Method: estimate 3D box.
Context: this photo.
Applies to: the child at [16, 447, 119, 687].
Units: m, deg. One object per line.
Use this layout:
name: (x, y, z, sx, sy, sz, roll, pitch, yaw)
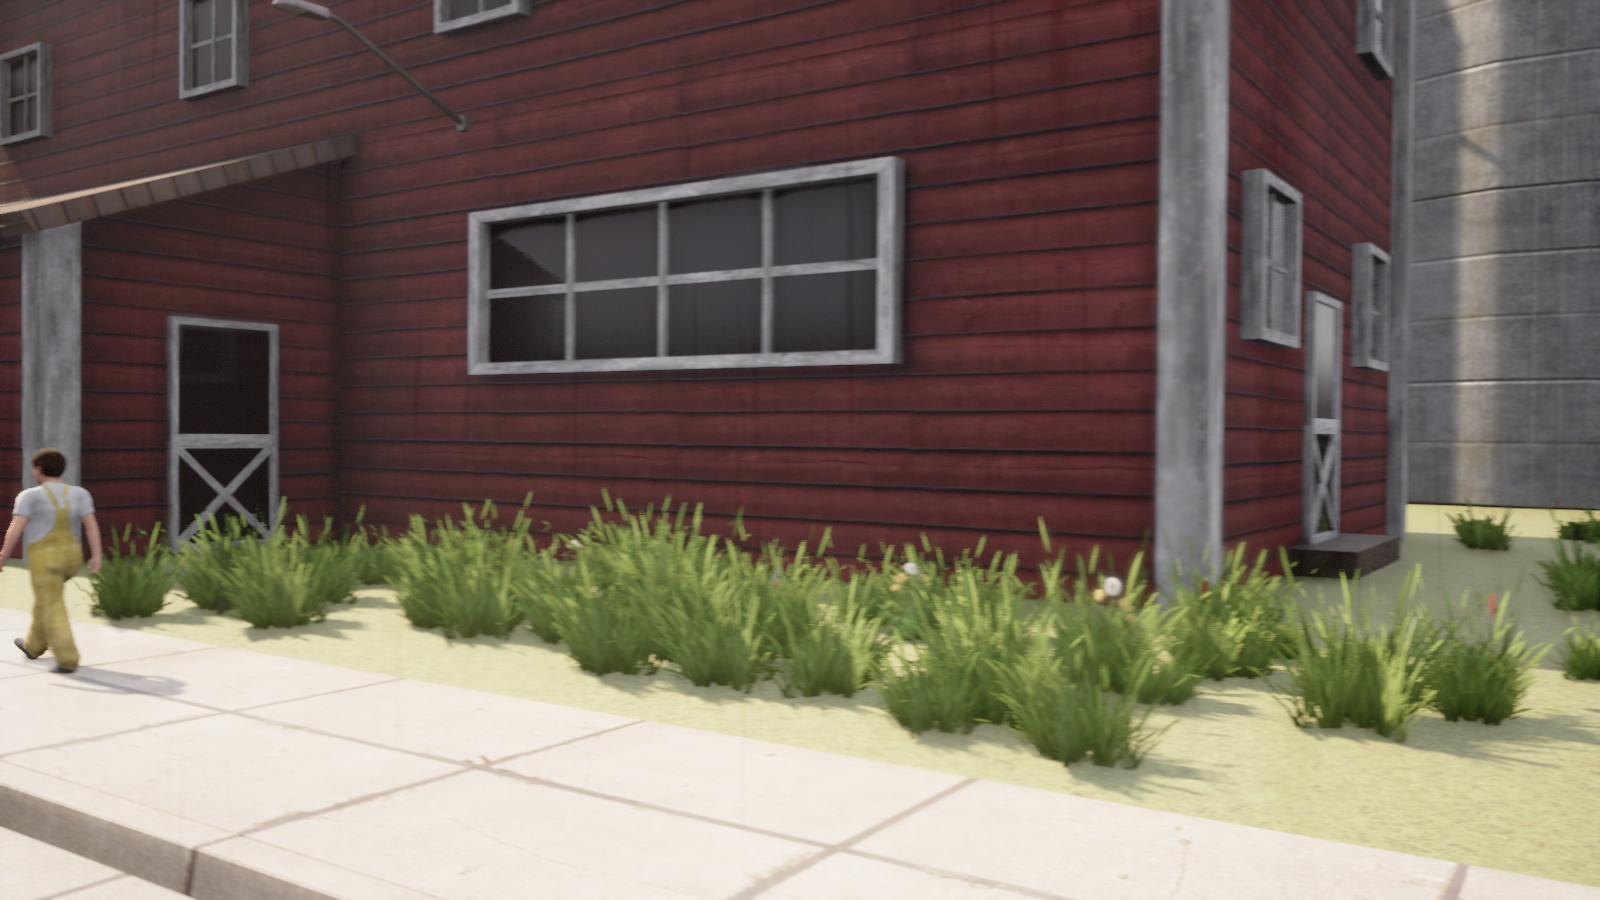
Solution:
child: (-3.986, 0.615, 6.835, 0.437, 1.263, 0.270, 0, 1, 27)
